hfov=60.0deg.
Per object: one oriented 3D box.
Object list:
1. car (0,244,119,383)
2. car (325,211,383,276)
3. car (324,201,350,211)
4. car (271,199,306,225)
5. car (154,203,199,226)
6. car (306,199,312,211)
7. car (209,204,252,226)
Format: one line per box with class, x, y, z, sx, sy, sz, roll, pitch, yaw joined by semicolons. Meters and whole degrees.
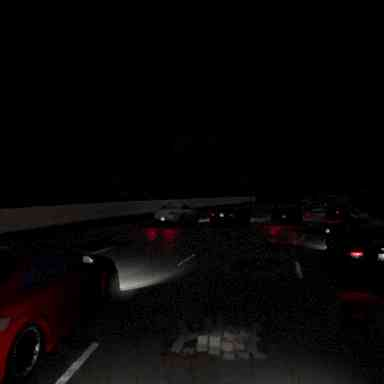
car;-2.697;1.539;5.428;1.994;1.385;4.181;0;0;7
car;5.286;1.567;10.227;2.033;1.411;5.357;0;0;17
car;12.873;1.519;29.564;1.882;1.535;5.008;0;0;22
car;7.152;1.489;24.777;1.882;1.535;5.008;0;0;22
car;-1.007;1.487;23.347;1.812;1.442;4.674;0;0;22
car;13.684;1.557;40.801;1.812;1.442;4.674;0;0;23
car;2.834;1.533;23.535;2.033;1.411;5.357;0;0;22
